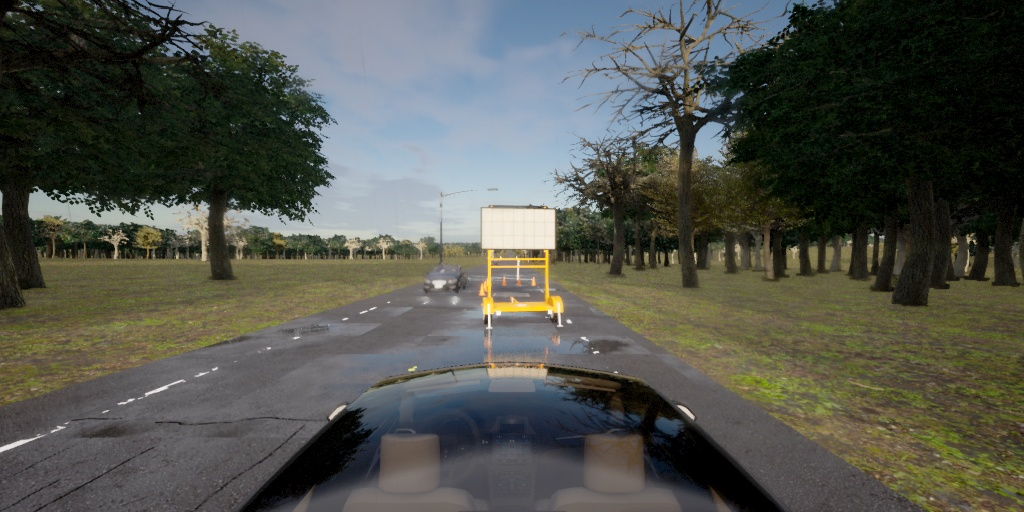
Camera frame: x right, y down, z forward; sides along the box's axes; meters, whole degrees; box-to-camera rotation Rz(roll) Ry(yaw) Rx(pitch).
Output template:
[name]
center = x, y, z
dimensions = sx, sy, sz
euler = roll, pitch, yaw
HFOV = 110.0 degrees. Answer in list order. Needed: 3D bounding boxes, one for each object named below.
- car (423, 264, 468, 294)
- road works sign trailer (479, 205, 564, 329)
[car]
center = -3.629, 1.239, 20.202
dimensions = 2.128, 1.511, 4.902
euler = 0, 0, 0
[road works sign trailer]
center = 0.180, 0.211, 11.369
dimensions = 2.380, 3.560, 2.880
euler = 0, 0, -8
